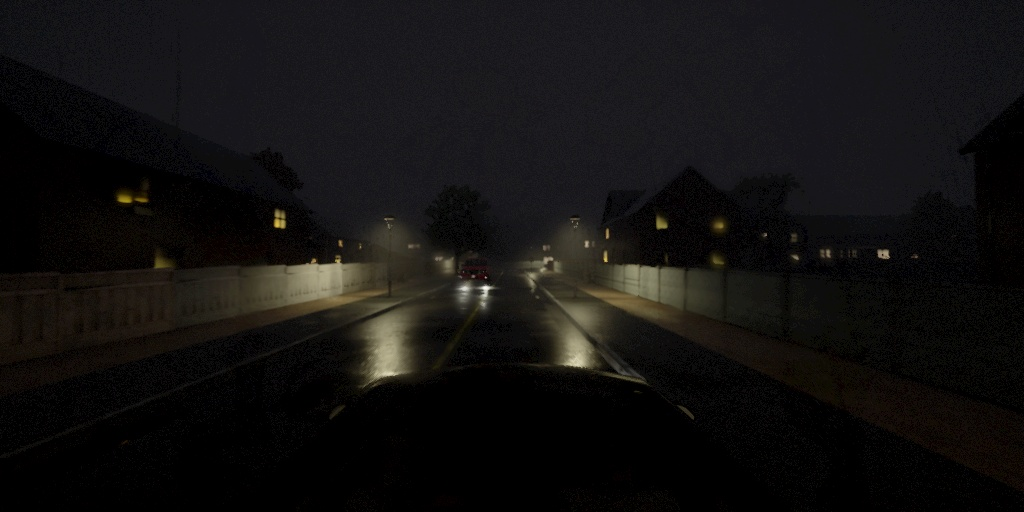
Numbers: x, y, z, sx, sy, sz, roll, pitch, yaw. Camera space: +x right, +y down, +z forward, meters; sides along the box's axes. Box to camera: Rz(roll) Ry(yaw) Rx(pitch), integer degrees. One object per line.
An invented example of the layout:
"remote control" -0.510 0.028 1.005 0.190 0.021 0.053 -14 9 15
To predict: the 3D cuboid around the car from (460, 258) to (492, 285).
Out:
"car" -2.849 1.174 29.275 2.150 2.045 5.566 0 0 0
